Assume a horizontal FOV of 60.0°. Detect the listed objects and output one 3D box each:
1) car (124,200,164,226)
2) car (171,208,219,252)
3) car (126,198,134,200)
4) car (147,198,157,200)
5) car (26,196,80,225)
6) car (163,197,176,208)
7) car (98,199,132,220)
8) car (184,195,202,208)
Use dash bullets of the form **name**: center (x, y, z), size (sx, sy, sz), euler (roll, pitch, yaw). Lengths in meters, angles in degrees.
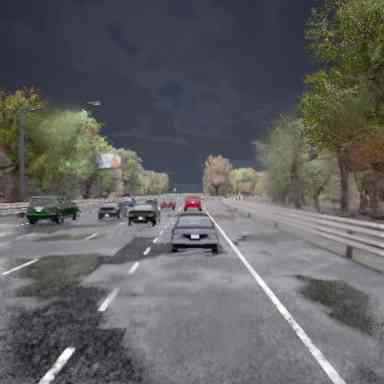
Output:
- **car**: center (-3.395, 1.581, 24.457), size (1.882, 1.535, 5.008), euler (0, 0, 0)
- **car**: center (0.102, 1.607, 14.109), size (2.033, 1.411, 5.357), euler (0, 0, 0)
- **car**: center (-10.390, 1.760, 55.186), size (1.812, 1.442, 4.674), euler (0, 0, 0)
- **car**: center (-6.891, 1.750, 57.422), size (1.837, 1.490, 4.892), euler (0, 0, 0)
- **car**: center (-10.397, 1.330, 25.275), size (2.150, 2.045, 5.566), euler (0, 0, 0)
- **car**: center (-3.393, 1.557, 48.571), size (2.097, 1.767, 4.553), euler (0, 0, 0)
- **car**: center (-6.895, 1.631, 29.438), size (1.837, 1.490, 4.892), euler (0, 0, 0)
- **car**: center (0.134, 1.412, 44.823), size (2.150, 2.045, 5.566), euler (0, 0, 1)
